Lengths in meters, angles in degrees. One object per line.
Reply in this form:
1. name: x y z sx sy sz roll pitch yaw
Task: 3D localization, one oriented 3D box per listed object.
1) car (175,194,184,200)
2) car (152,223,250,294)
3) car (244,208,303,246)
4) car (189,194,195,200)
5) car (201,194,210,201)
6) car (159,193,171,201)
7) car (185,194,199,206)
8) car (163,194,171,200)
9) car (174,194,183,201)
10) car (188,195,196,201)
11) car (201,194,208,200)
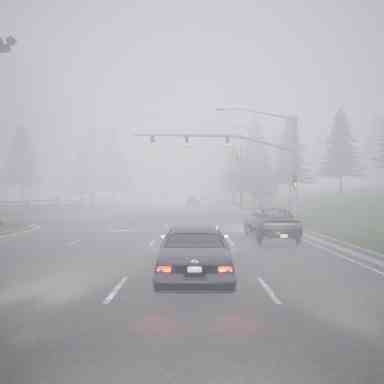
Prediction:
1. car: -3.485 1.357 94.060 2.128 1.511 4.902 0 0 0
2. car: 0.068 1.547 8.957 2.033 1.411 5.357 0 0 0
3. car: 3.603 1.492 15.420 2.128 1.511 4.902 0 0 0
4. car: 0.015 1.310 94.059 1.882 1.535 5.008 0 0 0
5. car: 3.513 1.492 83.639 1.837 1.490 4.892 0 0 0
6. car: -6.987 1.217 83.670 2.150 2.045 5.566 0 0 0
7. car: 0.006 1.352 52.996 2.097 1.767 4.553 0 0 0
8. car: -6.985 1.385 94.060 1.994 1.385 4.181 0 0 0
9. car: -3.487 1.517 84.056 1.812 1.442 4.674 0 0 0
10. car: 0.013 1.531 83.639 2.033 1.411 5.357 0 0 0
11. car: 3.515 1.310 94.059 1.882 1.535 5.008 0 0 0
